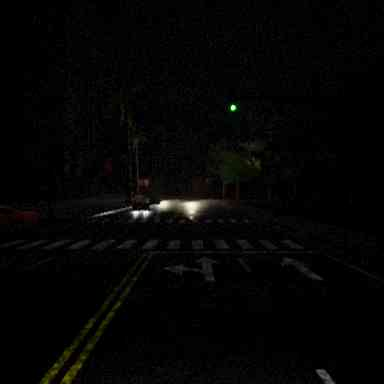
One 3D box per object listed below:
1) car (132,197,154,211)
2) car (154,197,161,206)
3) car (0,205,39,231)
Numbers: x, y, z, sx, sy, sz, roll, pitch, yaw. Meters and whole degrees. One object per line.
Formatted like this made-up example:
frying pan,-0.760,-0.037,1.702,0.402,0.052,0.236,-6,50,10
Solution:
car,-6.474,1.724,43.282,1.994,1.385,4.181,0,0,0
car,-6.677,1.708,60.146,1.837,1.490,4.892,0,2,-2
car,-11.836,1.524,19.699,5.008,1.535,1.882,1,3,-26
